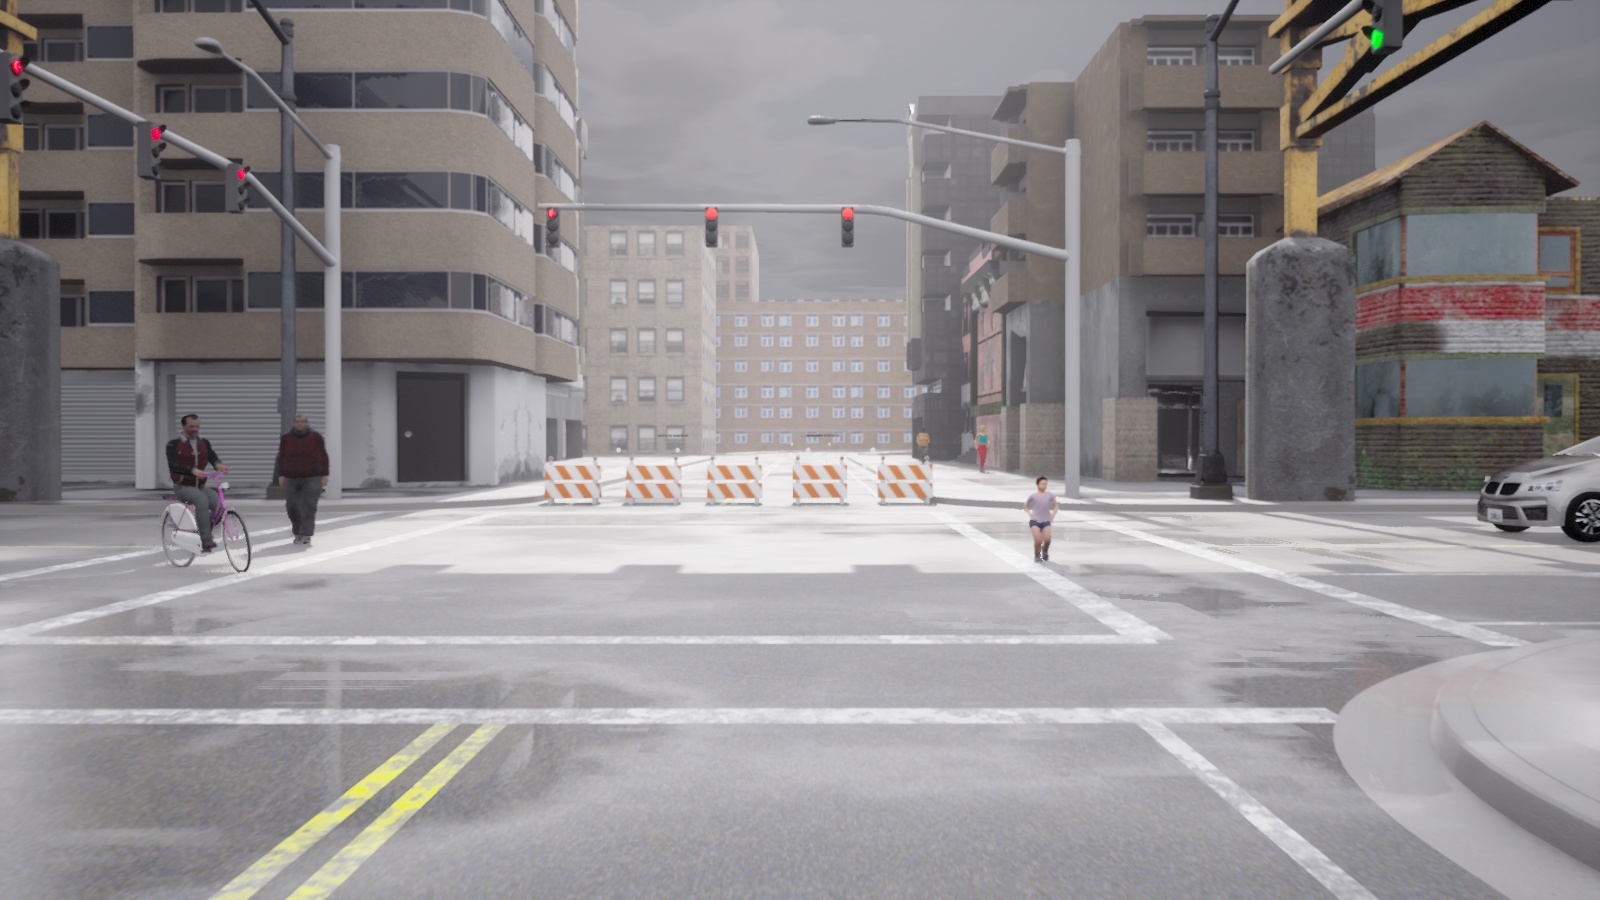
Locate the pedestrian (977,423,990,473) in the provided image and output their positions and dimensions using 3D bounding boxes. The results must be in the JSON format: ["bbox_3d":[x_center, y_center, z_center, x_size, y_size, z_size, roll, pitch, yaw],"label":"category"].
[{"bbox_3d":[6.884,-0.079,47.187,0.345,1.836,0.594,0,1,-7],"label":"pedestrian"}]

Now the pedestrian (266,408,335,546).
[{"bbox_3d":[-6.836,0.358,17.217,0.634,1.844,0.899,0,1,-4],"label":"pedestrian"}]

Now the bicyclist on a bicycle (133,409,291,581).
[{"bbox_3d":[-6.508,0.465,13.869,1.843,1.776,0.659,0,4,35],"label":"bicyclist on a bicycle"}]

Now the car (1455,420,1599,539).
[{"bbox_3d":[12.617,0.404,18.623,4.611,1.667,2.242,0,1,0],"label":"car"}]

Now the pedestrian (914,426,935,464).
[{"bbox_3d":[6.075,-0.230,61.475,0.874,1.855,0.900,0,1,-4],"label":"pedestrian"}]

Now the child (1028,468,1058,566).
[{"bbox_3d":[2.832,0.775,14.657,0.255,1.110,0.394,0,1,-2],"label":"child"}]
